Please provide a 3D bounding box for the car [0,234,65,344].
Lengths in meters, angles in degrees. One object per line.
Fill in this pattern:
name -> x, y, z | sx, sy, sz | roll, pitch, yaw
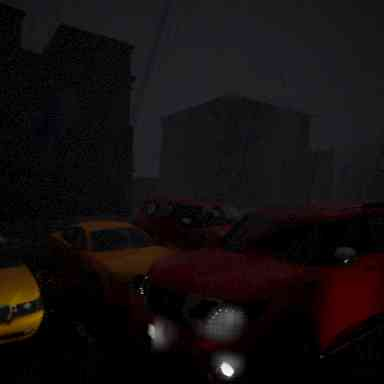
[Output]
car -> -4.151, 1.477, 6.257 | 1.946, 1.575, 5.366 | 0, 0, -36

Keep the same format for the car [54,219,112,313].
car -> -1.996, 1.476, 8.029 | 2.097, 1.535, 5.008 | 0, 0, -36

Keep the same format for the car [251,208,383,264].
car -> 4.788, 1.490, 12.900 | 2.163, 1.488, 4.792 | 0, 0, -36

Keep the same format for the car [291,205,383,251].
car -> 7.071, 1.444, 14.499 | 2.097, 1.535, 5.008 | 0, 0, -36

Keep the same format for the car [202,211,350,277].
car -> 2.536, 1.509, 11.260 | 2.002, 1.452, 4.674 | 0, 0, -36

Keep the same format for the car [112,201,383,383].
car -> 1.828, 1.222, 5.320 | 5.566, 2.045, 2.150 | 0, 0, -36
